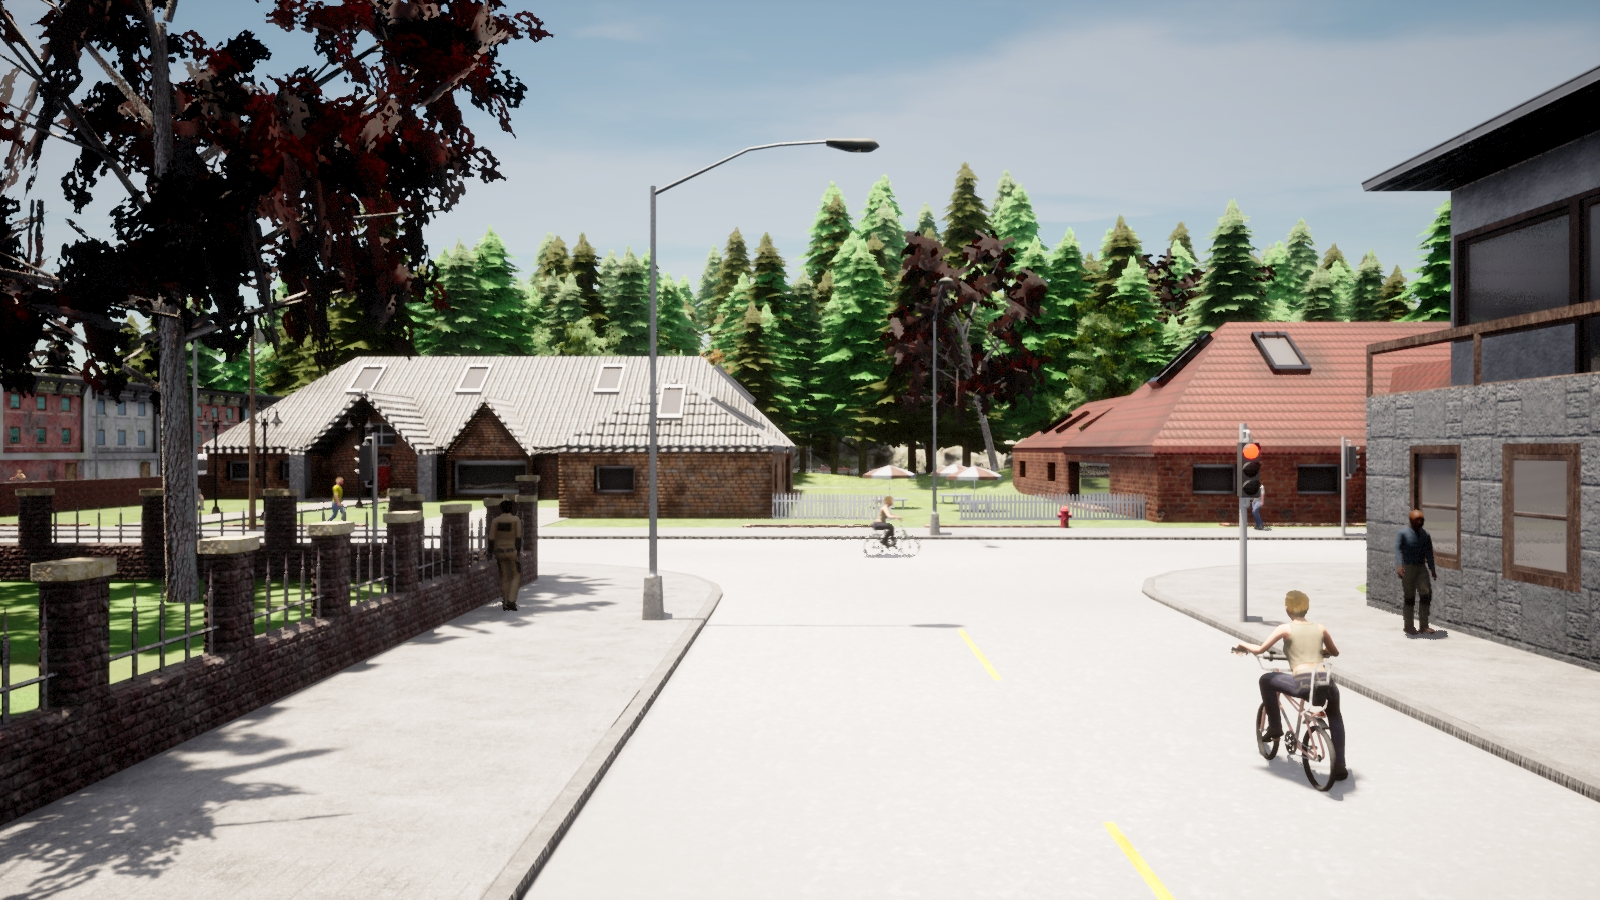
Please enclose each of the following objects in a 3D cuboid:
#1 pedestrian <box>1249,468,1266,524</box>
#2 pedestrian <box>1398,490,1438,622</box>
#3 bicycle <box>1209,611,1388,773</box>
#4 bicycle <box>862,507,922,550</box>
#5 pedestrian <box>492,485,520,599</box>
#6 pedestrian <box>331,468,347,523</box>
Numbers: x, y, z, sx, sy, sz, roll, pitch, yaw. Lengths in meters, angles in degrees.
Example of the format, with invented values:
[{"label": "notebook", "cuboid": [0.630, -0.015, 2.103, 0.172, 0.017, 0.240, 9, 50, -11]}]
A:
[{"label": "pedestrian", "cuboid": [15.280, 1.524, 38.168, 0.375, 1.860, 0.375, 0, 0, -16]}, {"label": "pedestrian", "cuboid": [8.870, 1.516, 16.412, 0.375, 1.860, 0.375, 0, 0, 1]}, {"label": "bicycle", "cuboid": [4.247, 2.036, 9.857, 0.859, 1.080, 1.487, 0, 0, -2]}, {"label": "bicycle", "cuboid": [2.387, 2.036, 29.783, 1.487, 1.080, 0.859, 0, 0, 1]}, {"label": "pedestrian", "cuboid": [-4.887, 1.523, 19.018, 0.375, 1.860, 0.375, 0, 0, -1]}, {"label": "pedestrian", "cuboid": [-15.508, 1.524, 38.453, 0.375, 1.860, 0.375, 0, 0, 2]}]
